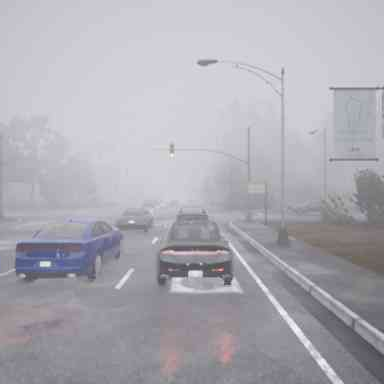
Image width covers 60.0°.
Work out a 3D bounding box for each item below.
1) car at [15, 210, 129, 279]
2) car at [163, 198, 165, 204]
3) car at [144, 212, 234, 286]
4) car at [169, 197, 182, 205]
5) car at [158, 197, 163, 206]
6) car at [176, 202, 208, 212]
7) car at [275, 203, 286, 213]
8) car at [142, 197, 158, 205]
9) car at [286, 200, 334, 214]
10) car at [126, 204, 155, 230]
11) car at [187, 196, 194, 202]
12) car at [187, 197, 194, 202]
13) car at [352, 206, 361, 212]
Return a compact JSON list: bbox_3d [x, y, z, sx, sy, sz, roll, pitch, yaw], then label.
[{"bbox_3d":[-3.437,1.545,10.249,1.882,1.535,5.008,0,0,0],"label":"car"},{"bbox_3d":[-7.298,1.841,75.383,2.097,1.767,4.553,0,0,0],"label":"car"},{"bbox_3d":[0.064,1.555,9.581,2.128,1.511,4.902,0,0,0],"label":"car"},{"bbox_3d":[-3.673,2.050,69.690,1.895,1.301,4.718,0,0,0],"label":"car"},{"bbox_3d":[-7.287,1.927,65.458,1.837,1.490,4.892,0,0,0],"label":"car"},{"bbox_3d":[0.017,1.614,21.127,1.882,1.535,5.008,0,0,0],"label":"car"},{"bbox_3d":[12.836,1.756,41.177,4.902,1.511,2.128,0,0,3],"label":"car"},{"bbox_3d":[-7.300,1.867,56.090,1.837,1.490,4.892,0,0,0],"label":"car"},{"bbox_3d":[13.556,1.767,37.619,4.674,1.442,1.812,0,0,3],"label":"car"},{"bbox_3d":[-3.574,1.702,21.196,1.994,1.385,4.181,0,0,-2],"label":"car"},{"bbox_3d":[-0.377,2.020,95.219,1.812,1.442,4.674,0,0,0],"label":"car"},{"bbox_3d":[-0.337,2.067,85.182,2.128,1.511,4.902,0,0,0],"label":"car"},{"bbox_3d":[22.573,1.803,40.653,5.357,1.411,2.033,0,0,3],"label":"car"}]
